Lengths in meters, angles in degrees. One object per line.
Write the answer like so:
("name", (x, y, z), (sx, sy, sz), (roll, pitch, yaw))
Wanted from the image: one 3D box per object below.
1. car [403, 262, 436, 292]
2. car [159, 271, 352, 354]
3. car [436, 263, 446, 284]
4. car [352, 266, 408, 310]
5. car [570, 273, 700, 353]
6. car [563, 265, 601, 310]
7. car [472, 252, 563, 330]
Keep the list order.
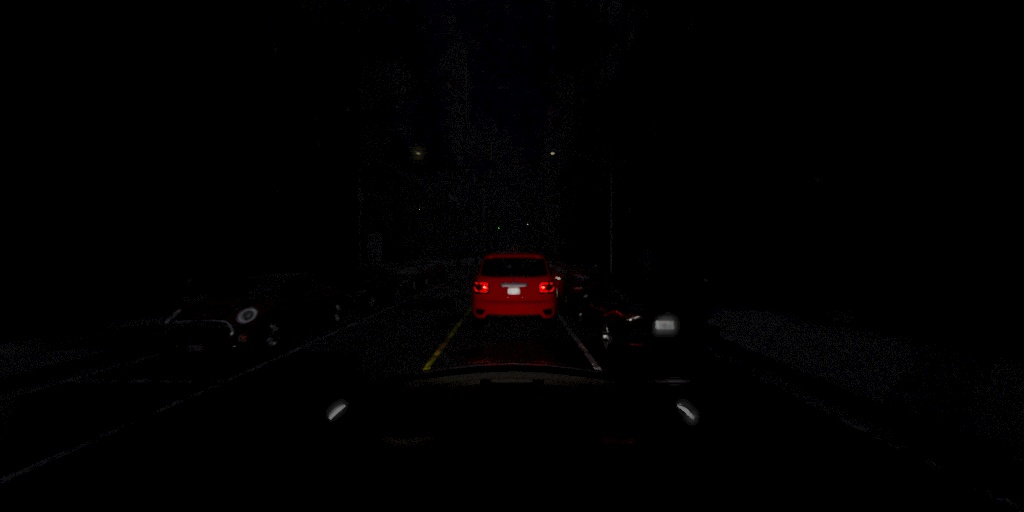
("car", (-5.760, 1.167, 19.536), (2.007, 1.370, 4.403), (0, 0, 0))
("car", (-5.763, 1.138, 8.525), (1.967, 1.591, 4.097), (0, 0, 0))
("car", (-5.759, 1.121, 25.041), (1.888, 1.381, 4.507), (0, 0, 0))
("car", (-5.762, 1.223, 14.031), (1.948, 1.339, 4.313), (0, 0, 0))
("car", (2.763, 1.264, 8.524), (1.948, 1.339, 4.313), (0, 0, 0))
("car", (2.764, 1.202, 14.029), (1.888, 1.381, 4.507), (0, 0, 0))
("car", (0.094, 0.900, 11.027), (2.150, 2.045, 5.566), (0, 0, 1))
